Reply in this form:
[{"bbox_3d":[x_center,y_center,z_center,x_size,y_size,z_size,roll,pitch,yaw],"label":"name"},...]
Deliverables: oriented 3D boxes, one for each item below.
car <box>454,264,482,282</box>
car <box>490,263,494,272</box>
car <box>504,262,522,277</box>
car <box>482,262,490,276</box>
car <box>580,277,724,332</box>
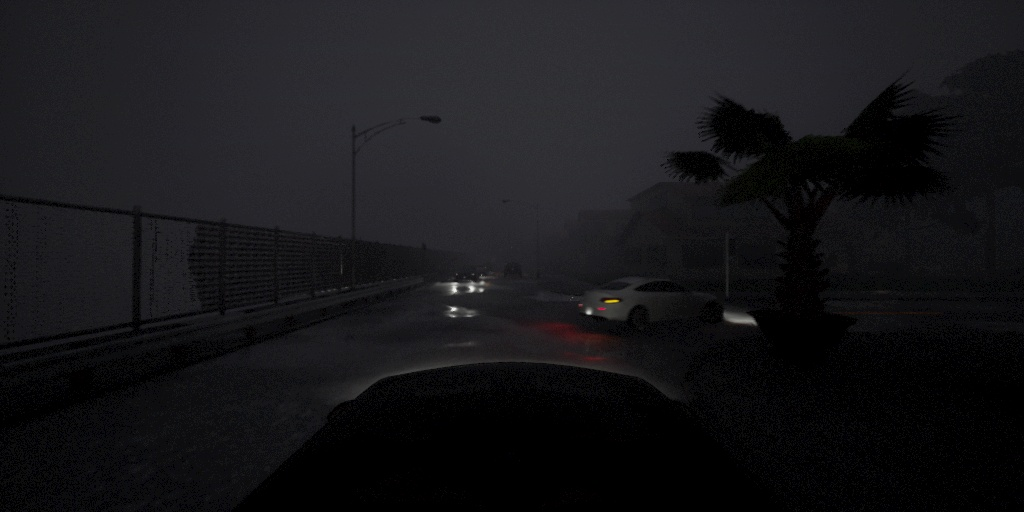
[{"bbox_3d":[-4.087,1.582,33.194,1.812,1.442,4.674,0,-1,0],"label":"car"},{"bbox_3d":[-4.037,1.809,58.764,1.837,1.490,4.892,0,0,1],"label":"car"},{"bbox_3d":[0.107,1.495,42.034,2.097,1.767,4.553,0,-1,0],"label":"car"},{"bbox_3d":[-4.078,1.686,43.857,1.812,1.442,4.674,0,-1,0],"label":"car"},{"bbox_3d":[4.336,1.368,11.119,4.674,1.442,1.812,0,-2,-23],"label":"car"}]
